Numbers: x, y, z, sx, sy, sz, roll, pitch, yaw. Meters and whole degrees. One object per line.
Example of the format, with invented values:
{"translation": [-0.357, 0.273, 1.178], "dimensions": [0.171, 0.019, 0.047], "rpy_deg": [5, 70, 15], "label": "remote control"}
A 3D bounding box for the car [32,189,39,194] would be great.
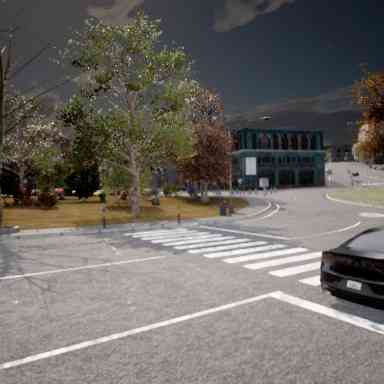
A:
{"translation": [-33.172, 0.092, 74.627], "dimensions": [2.185, 1.767, 4.553], "rpy_deg": [-1, 2, 18], "label": "car"}

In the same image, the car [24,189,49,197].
{"translation": [-35.535, 0.184, 76.336], "dimensions": [1.946, 1.575, 5.366], "rpy_deg": [0, 3, 19], "label": "car"}

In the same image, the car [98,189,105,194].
{"translation": [-14.325, 0.109, 60.105], "dimensions": [2.185, 1.767, 4.553], "rpy_deg": [-2, 2, 17], "label": "car"}

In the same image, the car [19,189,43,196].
{"translation": [-37.785, 0.141, 78.381], "dimensions": [2.097, 1.535, 5.008], "rpy_deg": [0, 3, 19], "label": "car"}

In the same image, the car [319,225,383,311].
{"translation": [4.843, 1.446, 7.169], "dimensions": [5.008, 1.535, 1.882], "rpy_deg": [0, 0, -35], "label": "car"}

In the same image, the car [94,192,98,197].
{"translation": [-16.735, 0.272, 61.736], "dimensions": [1.946, 1.575, 5.366], "rpy_deg": [-1, 2, 17], "label": "car"}

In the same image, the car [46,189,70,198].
{"translation": [-28.499, 0.282, 70.970], "dimensions": [2.231, 1.521, 4.892], "rpy_deg": [-1, 2, 18], "label": "car"}

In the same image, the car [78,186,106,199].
{"translation": [-19.070, 0.040, 63.733], "dimensions": [2.435, 2.045, 5.566], "rpy_deg": [-2, 2, 17], "label": "car"}

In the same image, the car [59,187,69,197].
{"translation": [-23.797, 0.338, 67.296], "dimensions": [2.163, 1.488, 4.792], "rpy_deg": [-1, 2, 17], "label": "car"}

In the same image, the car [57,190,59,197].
{"translation": [-26.156, 0.049, 69.107], "dimensions": [2.435, 2.045, 5.566], "rpy_deg": [0, 2, 18], "label": "car"}
